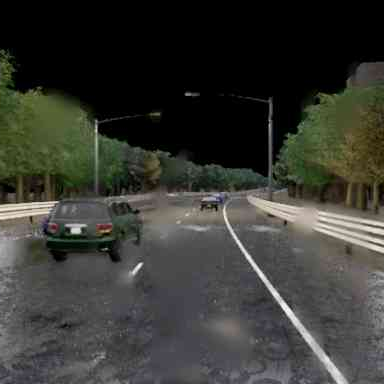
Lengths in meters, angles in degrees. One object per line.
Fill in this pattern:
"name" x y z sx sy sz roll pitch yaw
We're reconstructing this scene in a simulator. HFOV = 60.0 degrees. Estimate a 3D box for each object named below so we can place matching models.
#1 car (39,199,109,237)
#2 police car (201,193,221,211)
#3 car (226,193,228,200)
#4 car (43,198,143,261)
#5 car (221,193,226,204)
"car" -6.380 1.334 18.623 2.097 1.767 4.553 0 0 3
"police car" 2.105 1.230 38.735 1.930 1.638 5.238 0 1 5
"car" 6.967 0.935 73.297 2.128 1.511 4.902 0 0 11
"car" -3.282 1.214 12.330 2.150 2.045 5.566 0 0 2
"car" 4.070 1.060 54.897 1.882 1.535 5.008 0 1 8
